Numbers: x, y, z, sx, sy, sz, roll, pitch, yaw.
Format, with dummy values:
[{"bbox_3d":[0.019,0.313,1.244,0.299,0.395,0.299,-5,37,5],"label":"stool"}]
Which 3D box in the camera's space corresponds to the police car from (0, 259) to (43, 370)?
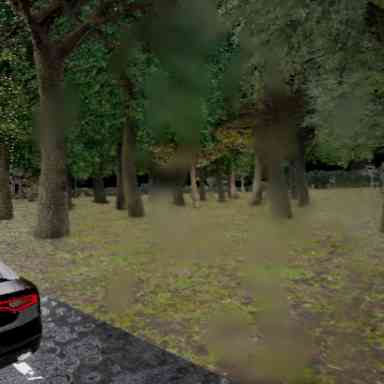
[{"bbox_3d":[-4.166,1.455,5.140,5.238,1.638,1.930,-1,1,43],"label":"police car"}]
